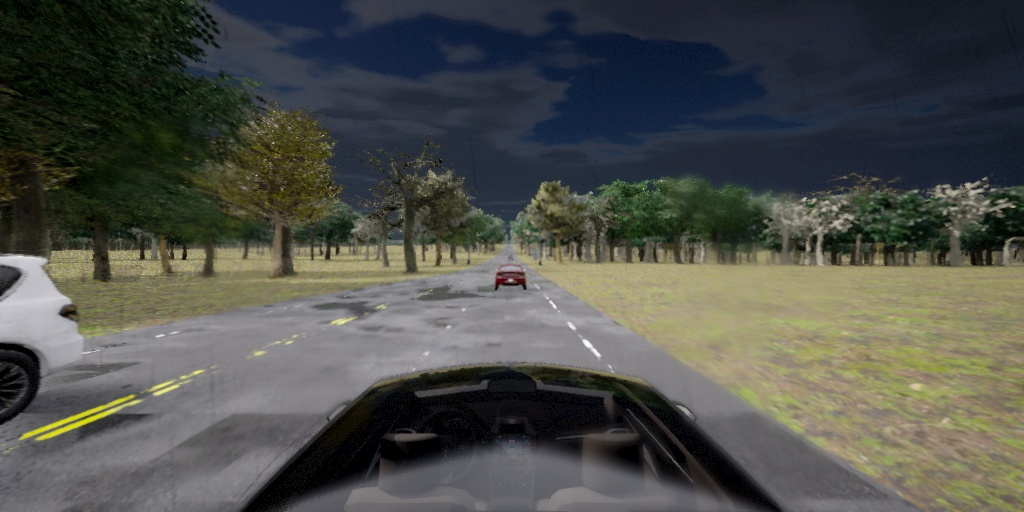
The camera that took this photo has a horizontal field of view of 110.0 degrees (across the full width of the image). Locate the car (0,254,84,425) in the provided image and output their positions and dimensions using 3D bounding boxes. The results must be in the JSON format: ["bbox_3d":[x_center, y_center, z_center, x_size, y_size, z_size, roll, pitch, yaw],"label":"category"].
[{"bbox_3d":[-6.991,0.961,2.560,2.150,2.045,5.566,0,0,0],"label":"car"}]

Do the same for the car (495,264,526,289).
[{"bbox_3d":[-0.085,1.246,23.166,1.882,1.535,5.008,0,0,0],"label":"car"}]
